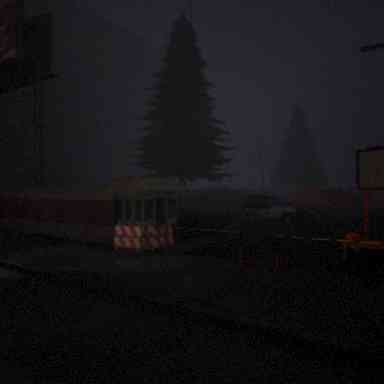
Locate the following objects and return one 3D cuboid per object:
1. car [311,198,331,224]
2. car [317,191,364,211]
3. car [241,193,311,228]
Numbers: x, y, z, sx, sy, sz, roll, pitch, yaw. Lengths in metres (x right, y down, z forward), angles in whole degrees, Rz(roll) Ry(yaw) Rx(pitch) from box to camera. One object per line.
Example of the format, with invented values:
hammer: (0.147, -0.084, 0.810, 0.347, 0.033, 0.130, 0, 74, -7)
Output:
car: (6.921, 1.353, 22.746, 4.193, 1.474, 1.816, 0, 0, 35)
car: (19.271, 1.134, 43.218, 4.605, 1.855, 1.932, 0, 0, 35)
car: (4.983, 1.165, 20.687, 3.866, 1.878, 1.905, 0, 0, 35)
